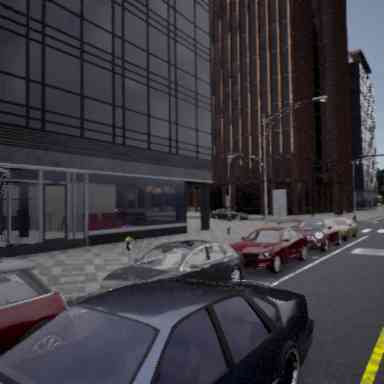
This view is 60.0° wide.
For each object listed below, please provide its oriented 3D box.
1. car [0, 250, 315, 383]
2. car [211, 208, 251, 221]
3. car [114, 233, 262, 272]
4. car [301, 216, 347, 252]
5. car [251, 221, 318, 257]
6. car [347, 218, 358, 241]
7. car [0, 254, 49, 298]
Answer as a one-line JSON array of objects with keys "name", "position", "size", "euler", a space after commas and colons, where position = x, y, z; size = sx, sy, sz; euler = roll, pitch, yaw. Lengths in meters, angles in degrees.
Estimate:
[{"name": "car", "position": [-0.388, 1.698, 3.229], "size": [2.033, 1.411, 5.357], "euler": [-3, -3, 36]}, {"name": "car", "position": [4.533, 2.654, 39.047], "size": [4.892, 1.490, 1.837], "euler": [-1, -2, 36]}, {"name": "car", "position": [-0.262, 1.894, 8.069], "size": [2.008, 1.369, 4.403], "euler": [-3, -3, 36]}, {"name": "car", "position": [6.189, 2.033, 16.872], "size": [1.967, 1.590, 4.097], "euler": [-3, -3, 36]}, {"name": "car", "position": [2.964, 2.013, 12.468], "size": [1.887, 1.381, 4.507], "euler": [-3, -3, 36]}, {"name": "car", "position": [9.316, 2.240, 21.130], "size": [1.752, 1.417, 4.829], "euler": [-3, -3, 36]}, {"name": "car", "position": [-3.491, 1.659, 3.674], "size": [1.967, 1.590, 4.097], "euler": [-3, -3, 36]}]
